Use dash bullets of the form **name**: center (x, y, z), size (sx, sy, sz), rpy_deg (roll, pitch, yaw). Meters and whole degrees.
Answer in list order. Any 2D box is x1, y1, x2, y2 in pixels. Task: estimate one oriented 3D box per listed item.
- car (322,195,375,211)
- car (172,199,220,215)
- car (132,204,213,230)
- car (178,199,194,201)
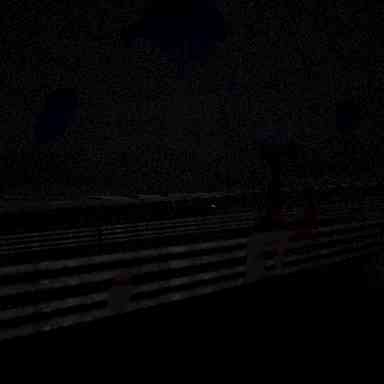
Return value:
- **car**: center (13.783, 0.957, 29.344), size (5.008, 1.535, 1.882), rpy_deg (-4, 2, -21)
- **car**: center (-0.054, 1.720, 27.781), size (4.892, 1.490, 1.837), rpy_deg (-4, 2, -21)
- **car**: center (-1.590, 1.974, 23.443), size (5.357, 1.411, 2.033), rpy_deg (-4, 2, -21)
- **car**: center (0.043, 1.473, 31.566), size (4.553, 1.767, 2.097), rpy_deg (-4, 2, -21)
